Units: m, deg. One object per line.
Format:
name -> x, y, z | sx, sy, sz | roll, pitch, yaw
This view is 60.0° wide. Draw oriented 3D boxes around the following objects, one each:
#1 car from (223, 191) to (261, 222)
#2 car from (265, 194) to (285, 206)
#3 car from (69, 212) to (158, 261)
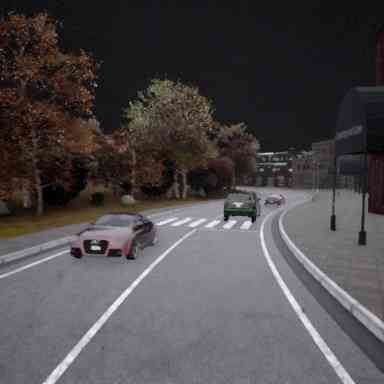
car -> 3.702, 0.951, 24.015 | 2.150, 2.045, 5.566 | 1, 1, 16
car -> 10.274, 0.919, 41.082 | 1.812, 1.442, 4.674 | 2, 2, 24
car -> -2.567, 1.440, 11.807 | 1.994, 1.385, 4.181 | 1, 1, 8
